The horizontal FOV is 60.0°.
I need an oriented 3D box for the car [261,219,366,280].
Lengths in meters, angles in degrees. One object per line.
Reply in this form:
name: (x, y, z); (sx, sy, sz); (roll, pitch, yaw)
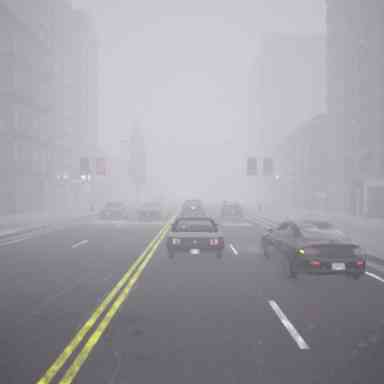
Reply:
car: (3.340, 1.530, 9.879); (1.812, 1.442, 4.674); (0, 0, 0)

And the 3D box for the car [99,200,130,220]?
car: (-6.592, 1.516, 28.589); (1.837, 1.490, 4.892); (0, 0, 0)

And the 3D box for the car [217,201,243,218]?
car: (3.355, 1.502, 29.771); (2.128, 1.511, 4.902); (0, 0, 0)

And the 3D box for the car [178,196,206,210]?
car: (0.104, 1.363, 29.526); (2.097, 1.767, 4.553); (0, 0, 0)

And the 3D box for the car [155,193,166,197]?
car: (-6.485, 1.214, 69.050); (2.150, 2.045, 5.566); (0, 0, 0)

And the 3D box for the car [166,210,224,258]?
car: (0.097, 1.604, 12.840); (1.895, 1.301, 4.718); (0, 0, 0)

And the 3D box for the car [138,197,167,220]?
car: (-3.343, 1.489, 28.253); (1.882, 1.535, 5.008); (0, 0, 0)

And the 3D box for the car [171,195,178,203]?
car: (-3.235, 1.466, 69.080); (1.882, 1.535, 5.008); (0, 0, 0)
